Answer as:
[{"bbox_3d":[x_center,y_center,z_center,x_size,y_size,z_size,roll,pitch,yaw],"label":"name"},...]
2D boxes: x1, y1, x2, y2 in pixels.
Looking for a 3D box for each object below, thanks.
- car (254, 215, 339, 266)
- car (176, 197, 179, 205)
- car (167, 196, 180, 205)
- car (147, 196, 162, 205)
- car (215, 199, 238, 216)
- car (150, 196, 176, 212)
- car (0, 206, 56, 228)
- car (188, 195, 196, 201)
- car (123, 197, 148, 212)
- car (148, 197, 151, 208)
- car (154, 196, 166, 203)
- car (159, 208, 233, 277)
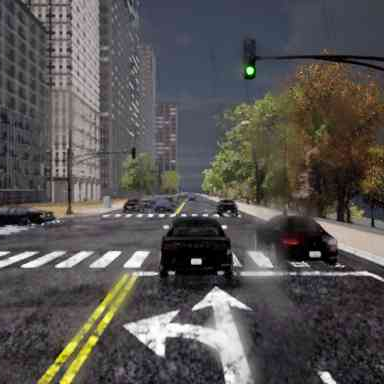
[{"bbox_3d":[3.352,1.520,11.347,1.812,1.442,4.674,0,0,0],"label":"car"},{"bbox_3d":[-3.315,1.482,48.982,1.837,1.490,4.892,0,0,0],"label":"car"},{"bbox_3d":[-3.253,1.521,59.652,2.033,1.411,5.357,0,0,0],"label":"car"},{"bbox_3d":[-6.503,1.521,57.739,2.033,1.411,5.357,0,0,0],"label":"car"},{"bbox_3d":[3.349,1.489,32.592,1.837,1.490,4.892,0,0,0],"label":"car"},{"bbox_3d":[-3.340,1.529,39.161,2.033,1.411,5.357,0,0,0],"label":"car"},{"bbox_3d":[-12.379,1.690,23.075,5.357,1.411,2.033,-1,0,4],"label":"car"},{"bbox_3d":[-0.004,1.511,79.795,2.033,1.411,5.357,0,0,0],"label":"car"},{"bbox_3d":[-6.591,1.487,37.822,1.837,1.490,4.892,0,0,0],"label":"car"},{"bbox_3d":[-6.571,1.470,47.240,2.128,1.511,4.902,0,0,0],"label":"car"},{"bbox_3d":[-6.503,1.517,68.275,2.033,1.411,5.357,0,0,0],"label":"car"},{"bbox_3d":[0.100,1.473,10.236,1.882,1.535,5.008,0,0,0],"label":"car"}]
